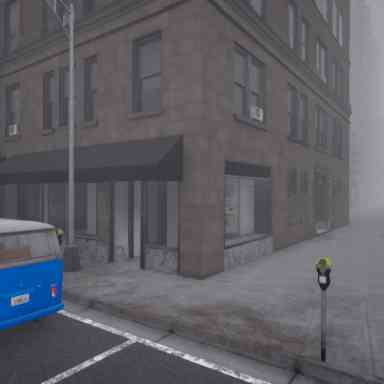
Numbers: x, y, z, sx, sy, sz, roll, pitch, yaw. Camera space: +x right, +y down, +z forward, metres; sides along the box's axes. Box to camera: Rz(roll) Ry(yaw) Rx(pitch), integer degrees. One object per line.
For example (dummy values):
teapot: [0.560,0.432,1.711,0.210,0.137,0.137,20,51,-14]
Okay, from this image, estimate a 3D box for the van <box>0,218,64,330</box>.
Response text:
van: [-4.024,1.340,5.949,3.998,1.788,1.690,0,0,36]
